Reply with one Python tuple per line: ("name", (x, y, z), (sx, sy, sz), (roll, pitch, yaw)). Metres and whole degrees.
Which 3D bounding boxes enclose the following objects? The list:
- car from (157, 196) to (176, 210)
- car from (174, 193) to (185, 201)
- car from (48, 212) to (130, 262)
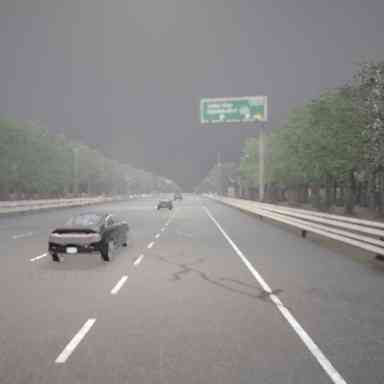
("car", (-3.472, 1.511, 43.624), (1.812, 1.442, 4.674), (0, 0, 0))
("car", (-3.426, 1.202, 82.895), (2.150, 2.045, 5.566), (0, 0, 0))
("car", (-3.502, 1.490, 12.115), (2.128, 1.511, 4.902), (0, 0, 0))
